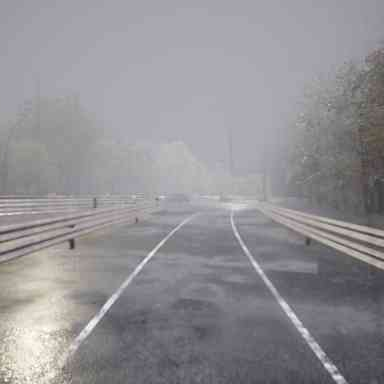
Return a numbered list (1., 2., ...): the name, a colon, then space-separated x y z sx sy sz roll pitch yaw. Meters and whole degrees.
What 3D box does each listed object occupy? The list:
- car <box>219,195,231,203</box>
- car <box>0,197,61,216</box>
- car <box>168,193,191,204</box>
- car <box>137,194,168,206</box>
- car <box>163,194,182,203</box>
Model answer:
1. car: 7.890 1.587 78.912 2.097 1.767 4.553 0 -1 21
2. car: -12.733 1.144 26.551 1.895 1.301 4.718 0 -1 22
3. car: -2.105 1.203 62.948 2.150 2.045 5.566 0 -1 21
4. car: -5.486 1.134 44.776 2.097 1.767 4.553 1 -1 22
5. car: -3.932 1.375 67.891 2.097 1.767 4.553 0 -1 21
